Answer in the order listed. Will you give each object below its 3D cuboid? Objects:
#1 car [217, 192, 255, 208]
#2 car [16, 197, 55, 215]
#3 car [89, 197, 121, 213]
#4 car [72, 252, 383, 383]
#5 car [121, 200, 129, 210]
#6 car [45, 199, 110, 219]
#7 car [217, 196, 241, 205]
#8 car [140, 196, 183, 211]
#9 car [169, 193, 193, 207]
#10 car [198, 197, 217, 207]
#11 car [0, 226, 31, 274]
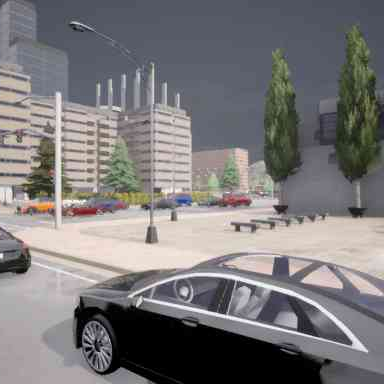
[{"bbox_3d":[6.468,1.221,48.321,2.150,2.045,5.566,0,0,41],"label":"car"},{"bbox_3d":[-15.447,1.352,34.148,2.097,1.767,4.553,0,0,42],"label":"car"},{"bbox_3d":[-10.185,1.352,34.775,2.097,1.767,4.553,0,0,41],"label":"car"},{"bbox_3d":[0.548,1.492,3.888,4.902,1.511,2.128,0,0,38],"label":"car"},{"bbox_3d":[-9.743,1.564,40.618,1.994,1.385,4.181,0,0,41],"label":"car"},{"bbox_3d":[-9.981,1.601,29.273,1.895,1.301,4.718,0,0,41],"label":"car"},{"bbox_3d":[6.619,1.525,59.382,1.812,1.442,4.674,0,0,41],"label":"car"},{"bbox_3d":[-3.975,1.547,41.931,2.033,1.411,5.357,0,0,41],"label":"car"},{"bbox_3d":[-2.264,1.222,49.237,2.150,2.045,5.566,0,0,41],"label":"car"},{"bbox_3d":[2.844,1.492,49.772,2.128,1.511,4.902,0,0,41],"label":"car"},{"bbox_3d":[-6.354,1.564,9.511,4.181,1.385,1.994,0,0,40],"label":"car"}]
